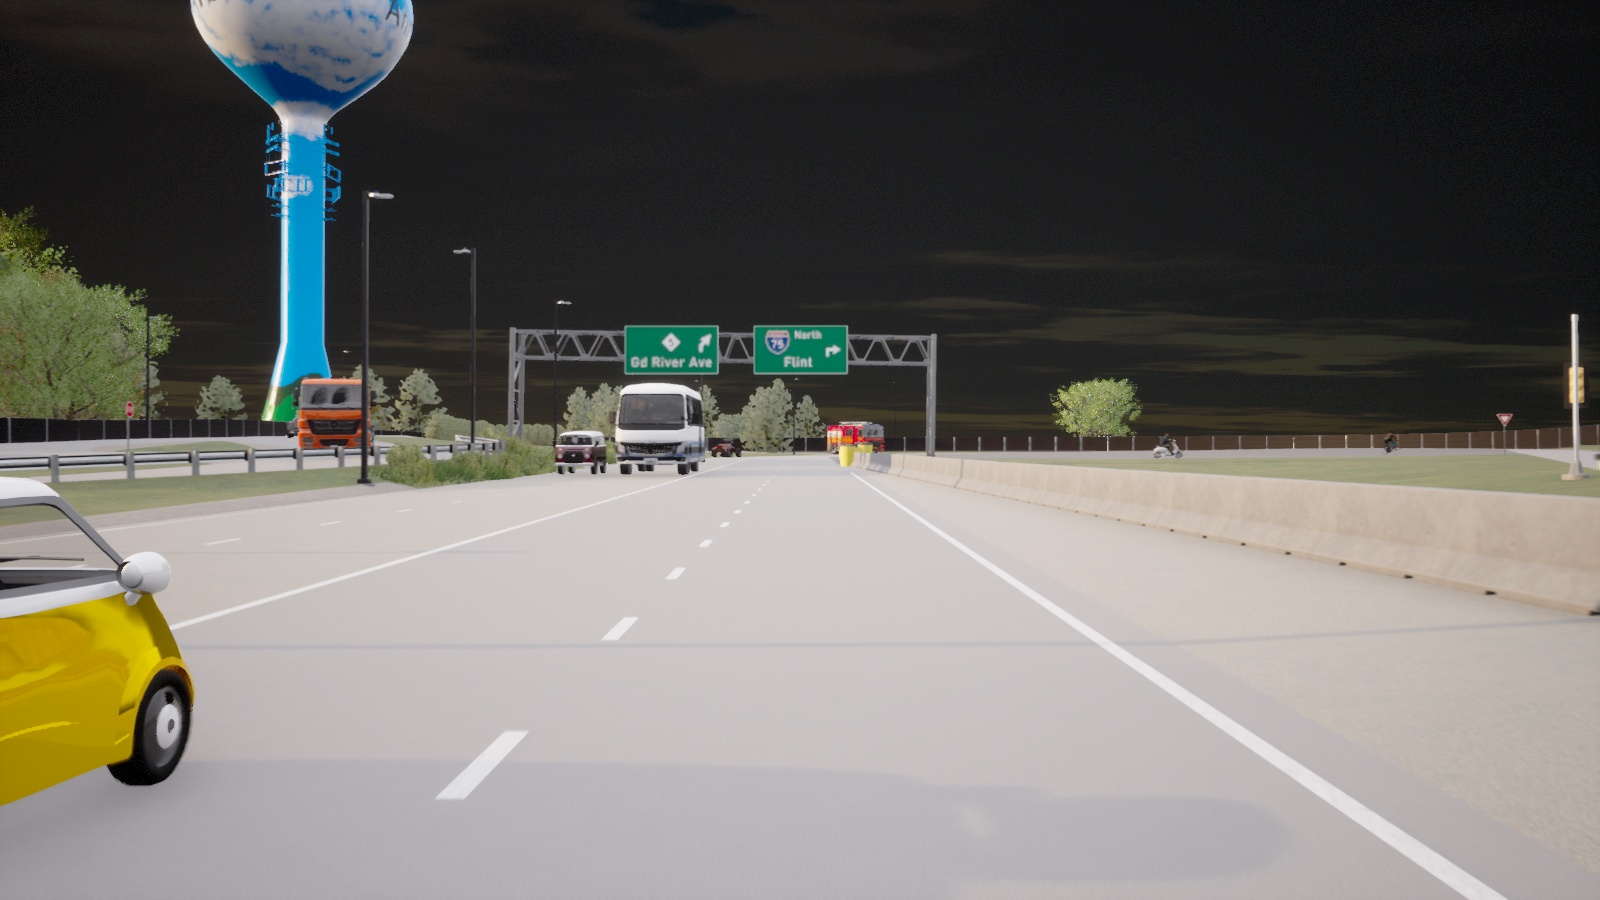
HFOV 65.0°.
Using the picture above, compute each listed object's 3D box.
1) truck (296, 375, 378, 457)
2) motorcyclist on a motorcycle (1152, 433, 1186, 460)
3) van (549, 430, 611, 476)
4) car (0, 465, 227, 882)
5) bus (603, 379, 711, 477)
[{"bbox_3d":[-20.801,-1.574,56.779,2.891,3.462,7.936,0,2,-16],"label":"truck"},{"bbox_3d":[22.574,-0.218,76.759,1.817,1.590,0.866,0,-1,3],"label":"motorcyclist on a motorcycle"},{"bbox_3d":[-10.151,0.100,58.341,2.069,2.038,4.480,0,0,0],"label":"van"},{"bbox_3d":[-3.457,0.772,4.836,1.481,1.376,2.207,0,1,0],"label":"car"},{"bbox_3d":[-6.638,-1.004,60.280,3.944,4.253,10.273,0,0,0],"label":"bus"}]
